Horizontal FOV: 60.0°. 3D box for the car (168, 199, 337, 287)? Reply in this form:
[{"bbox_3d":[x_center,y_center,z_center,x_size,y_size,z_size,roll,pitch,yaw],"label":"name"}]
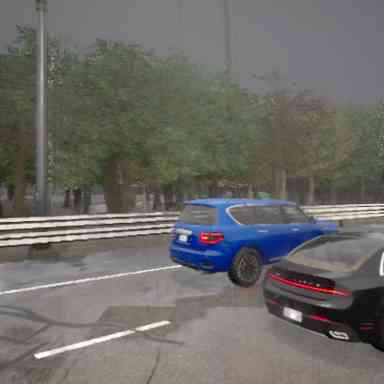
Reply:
[{"bbox_3d":[2.007,1.206,9.517,5.566,2.045,2.150,0,0,-34],"label":"car"}]

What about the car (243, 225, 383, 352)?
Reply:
[{"bbox_3d":[3.432,1.498,6.142,4.892,1.490,1.837,0,0,-34],"label":"car"}]
